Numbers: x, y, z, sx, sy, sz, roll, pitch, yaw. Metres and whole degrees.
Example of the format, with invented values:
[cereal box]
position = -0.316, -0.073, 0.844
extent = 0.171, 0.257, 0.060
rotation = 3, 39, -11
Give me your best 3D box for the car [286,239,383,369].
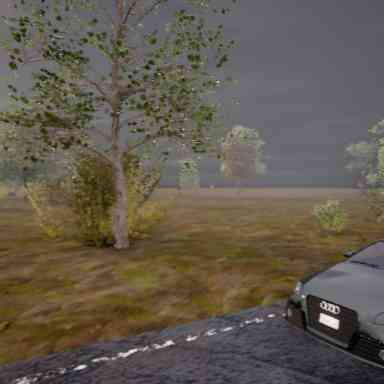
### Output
[car]
position = 3.531, 1.483, 5.273
extent = 4.181, 1.385, 1.994
rotation = 0, 1, -29
